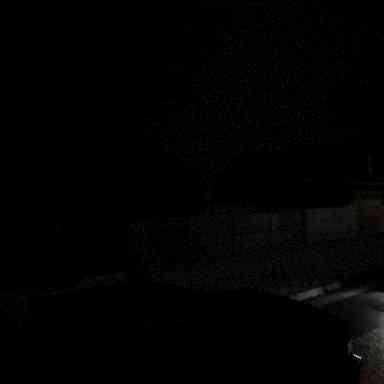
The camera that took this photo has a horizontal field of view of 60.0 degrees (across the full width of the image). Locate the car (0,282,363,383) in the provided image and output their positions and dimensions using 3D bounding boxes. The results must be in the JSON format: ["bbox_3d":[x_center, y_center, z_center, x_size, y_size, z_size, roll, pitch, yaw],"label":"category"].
[{"bbox_3d":[-0.805,1.558,2.490,5.357,1.411,2.033,0,0,-37],"label":"car"}]
